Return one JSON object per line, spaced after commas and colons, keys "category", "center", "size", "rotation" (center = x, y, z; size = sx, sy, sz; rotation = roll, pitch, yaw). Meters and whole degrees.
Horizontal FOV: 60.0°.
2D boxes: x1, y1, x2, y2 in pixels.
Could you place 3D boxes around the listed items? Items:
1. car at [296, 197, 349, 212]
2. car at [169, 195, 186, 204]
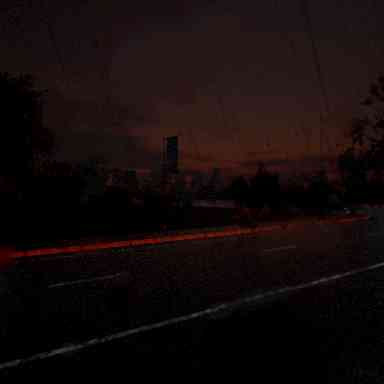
{"category": "car", "center": [13.841, 1.258, 35.611], "size": [2.033, 1.411, 5.357], "rotation": [-1, 0, -39]}
{"category": "car", "center": [-2.481, 1.233, 55.950], "size": [2.128, 1.511, 4.902], "rotation": [-1, 1, -39]}
